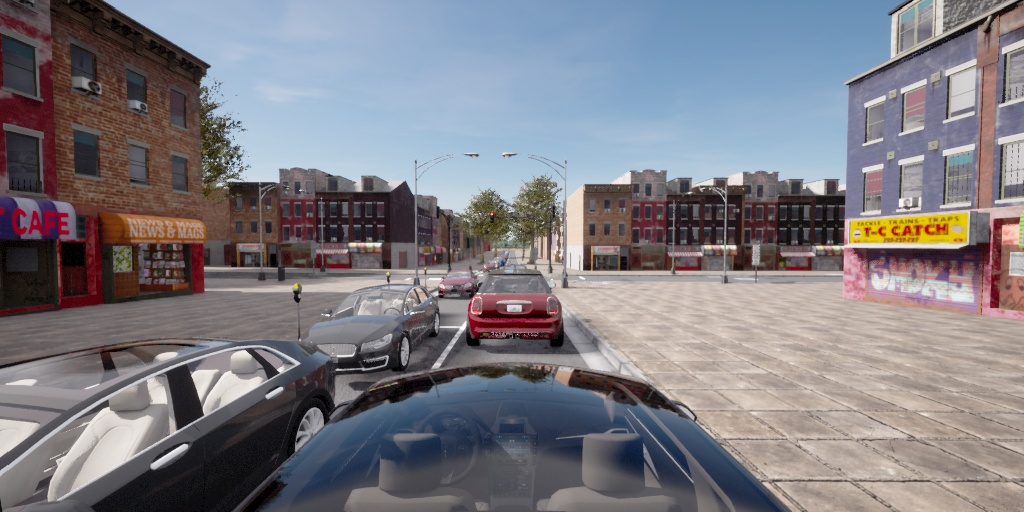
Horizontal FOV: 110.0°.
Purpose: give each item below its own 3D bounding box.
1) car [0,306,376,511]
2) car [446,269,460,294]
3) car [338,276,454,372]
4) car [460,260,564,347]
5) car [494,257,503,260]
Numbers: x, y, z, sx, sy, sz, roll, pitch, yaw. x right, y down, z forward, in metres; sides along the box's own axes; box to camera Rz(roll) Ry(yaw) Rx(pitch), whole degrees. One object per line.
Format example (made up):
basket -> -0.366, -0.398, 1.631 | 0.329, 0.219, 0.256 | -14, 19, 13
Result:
car -> -2.640, 1.300, 2.020 | 2.007, 1.370, 4.403 | 0, 0, 0
car -> -2.612, 1.333, 18.363 | 1.802, 1.307, 4.207 | 0, 0, 0
car -> -2.630, 1.298, 7.469 | 2.007, 1.370, 4.403 | 0, 0, 0
car -> 0.111, 1.100, 9.512 | 2.097, 1.767, 4.553 | 0, 0, 2
car -> -2.565, 1.236, 45.138 | 1.967, 1.591, 4.097 | 0, 0, 0
